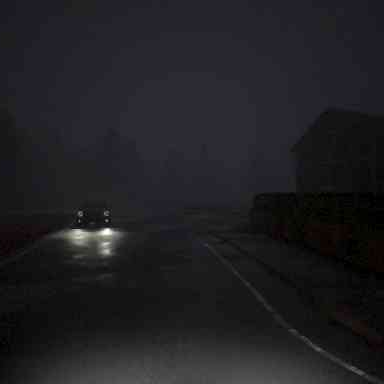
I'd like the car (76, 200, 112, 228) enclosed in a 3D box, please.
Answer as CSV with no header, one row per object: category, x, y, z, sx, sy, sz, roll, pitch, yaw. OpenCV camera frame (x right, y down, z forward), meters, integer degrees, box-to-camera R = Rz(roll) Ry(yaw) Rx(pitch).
car,-6.485,1.335,22.359,2.097,1.767,4.553,0,0,-12
